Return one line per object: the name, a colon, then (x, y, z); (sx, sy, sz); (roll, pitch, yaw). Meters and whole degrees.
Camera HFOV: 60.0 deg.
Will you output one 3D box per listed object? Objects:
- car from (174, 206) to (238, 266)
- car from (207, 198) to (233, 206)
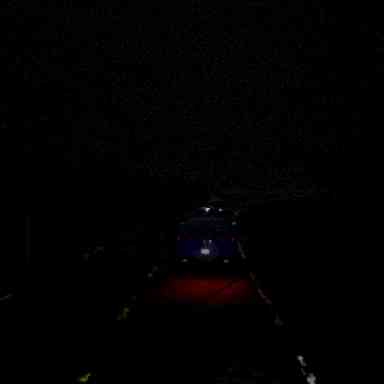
car: (0.546, 1.475, 11.652); (1.882, 1.535, 5.008); (0, 0, 4)
car: (2.832, 1.532, 31.214); (1.994, 1.385, 4.181); (0, 0, 9)
